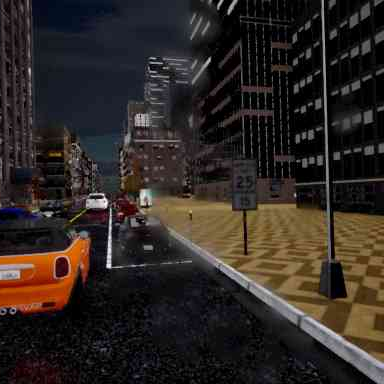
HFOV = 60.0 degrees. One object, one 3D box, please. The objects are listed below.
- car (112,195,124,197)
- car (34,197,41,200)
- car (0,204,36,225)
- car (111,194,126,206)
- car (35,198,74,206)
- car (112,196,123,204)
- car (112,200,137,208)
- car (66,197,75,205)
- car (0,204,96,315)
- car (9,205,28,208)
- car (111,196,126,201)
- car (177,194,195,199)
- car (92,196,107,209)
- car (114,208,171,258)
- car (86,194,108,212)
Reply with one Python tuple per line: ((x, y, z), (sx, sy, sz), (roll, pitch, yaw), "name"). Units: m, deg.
((-8.435, 1.431, 39.544), (1.752, 1.417, 4.829), (-1, 0, -14), "car")
((-38.758, 1.659, 80.017), (4.507, 1.381, 1.887), (-1, -1, -14), "car")
((-13.921, 1.720, 26.602), (1.802, 1.307, 4.206), (-1, 0, -14), "car")
((-12.323, 1.207, 55.588), (2.192, 1.841, 5.009), (-1, 0, -14), "car")
((-11.550, 1.561, 27.820), (2.128, 1.511, 4.902), (-2, 0, -13), "car")
((-13.627, 1.432, 60.993), (1.887, 1.381, 4.507), (-1, 0, -14), "car")
((-4.470, 1.502, 23.169), (1.802, 1.307, 4.206), (-1, 0, -14), "car")
((-20.422, 1.640, 53.454), (1.752, 1.417, 4.829), (-1, 0, -14), "car")
((-3.444, 1.357, 7.445), (2.097, 1.767, 4.553), (-2, 0, -14), "car")
((-8.557, 1.557, 15.398), (1.882, 1.535, 5.008), (-2, 0, -14), "car")
((-7.087, 1.455, 33.976), (1.887, 1.381, 4.507), (-1, 0, -14), "car")
((-1.806, 1.135, 89.294), (4.097, 1.590, 1.967), (-1, -1, -14), "car")
((-13.114, 1.448, 47.404), (1.882, 1.535, 5.008), (-2, 0, -13), "car")
((-1.855, 1.480, 12.362), (2.008, 1.369, 4.403), (-1, 0, -14), "car")
((-10.645, 1.199, 37.399), (2.150, 2.045, 5.566), (-2, 0, -13), "car")
